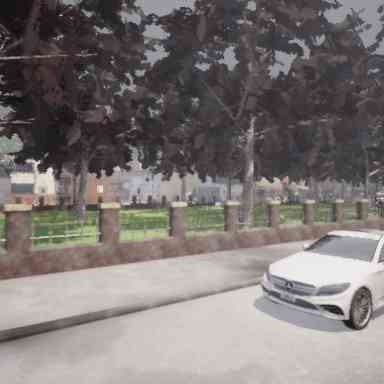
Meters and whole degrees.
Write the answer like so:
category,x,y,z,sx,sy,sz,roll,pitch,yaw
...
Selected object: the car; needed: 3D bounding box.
category,x,y,z,sx,sy,sz,roll,pitch,yaw
car,3.544,1.559,7.116,4.674,1.442,1.812,0,0,-36
